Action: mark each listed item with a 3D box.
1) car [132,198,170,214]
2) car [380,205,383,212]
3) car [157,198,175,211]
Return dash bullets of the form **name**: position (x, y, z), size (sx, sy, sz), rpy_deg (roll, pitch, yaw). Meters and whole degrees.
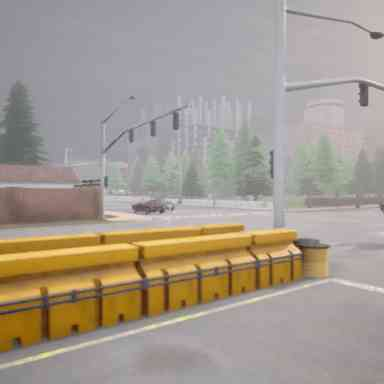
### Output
- **car**: position (-4.583, 1.619, 35.132), size (1.895, 1.301, 4.718), rpy_deg (0, 0, -33)
- **car**: position (23.381, 1.645, 37.843), size (4.718, 1.301, 1.895), rpy_deg (0, 0, -35)
- **car**: position (-3.832, 1.514, 40.373), size (2.128, 1.511, 4.902), rpy_deg (0, 0, -33)
